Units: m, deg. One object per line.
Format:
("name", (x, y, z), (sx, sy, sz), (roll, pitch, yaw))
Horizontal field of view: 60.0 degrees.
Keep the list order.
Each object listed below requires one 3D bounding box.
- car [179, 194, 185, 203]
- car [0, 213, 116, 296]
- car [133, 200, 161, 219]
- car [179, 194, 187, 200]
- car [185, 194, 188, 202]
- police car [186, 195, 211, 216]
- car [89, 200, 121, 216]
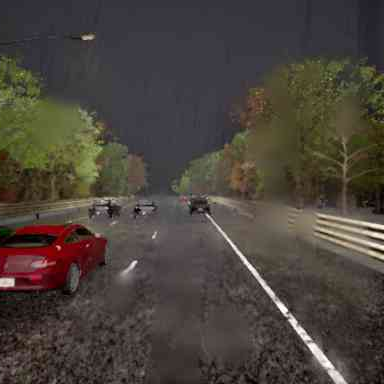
("car", (-1.461, 1.241, 66.557), (2.097, 1.767, 4.553), (0, 0, -3))
("car", (-3.437, 1.495, 8.433), (1.812, 1.442, 4.674), (0, 0, 0))
("car", (-3.677, 1.402, 27.651), (2.128, 1.511, 4.902), (0, 0, -1))
("car", (-2.390, 1.217, 85.150), (1.812, 1.442, 4.674), (0, 0, -3))
("car", (0.267, 1.334, 48.064), (1.801, 1.575, 5.366), (0, 0, -2))
("police car", (0.699, 1.326, 31.886), (1.930, 1.638, 5.238), (0, 0, -1))
("car", (-7.179, 1.402, 27.715), (2.128, 1.511, 4.902), (0, 0, -1))
